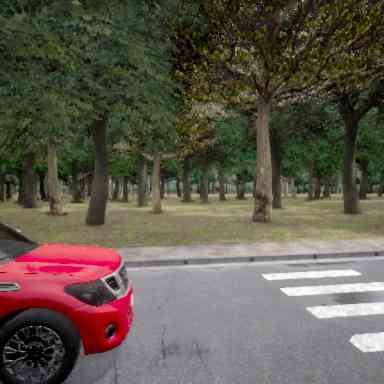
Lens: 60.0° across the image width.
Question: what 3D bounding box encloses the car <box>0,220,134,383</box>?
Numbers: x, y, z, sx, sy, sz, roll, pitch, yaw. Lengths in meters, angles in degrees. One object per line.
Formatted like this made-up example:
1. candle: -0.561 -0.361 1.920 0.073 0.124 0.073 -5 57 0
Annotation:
1. car: -3.619 1.233 4.469 5.566 2.045 2.150 -1 1 -8
